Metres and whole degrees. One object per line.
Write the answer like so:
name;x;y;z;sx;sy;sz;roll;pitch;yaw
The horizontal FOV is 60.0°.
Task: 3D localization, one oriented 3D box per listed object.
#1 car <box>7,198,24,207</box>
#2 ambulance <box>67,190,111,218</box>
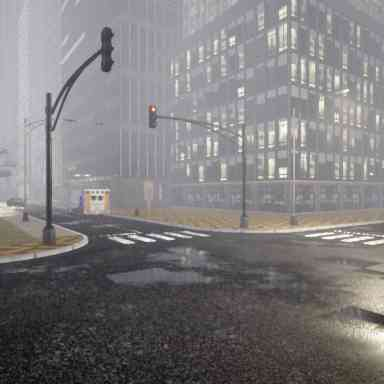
car;-26.818;1.549;50.549;2.033;1.411;5.357;0;0;-35
ambulance;-9.723;1.028;30.728;2.351;2.431;6.366;0;0;-35
